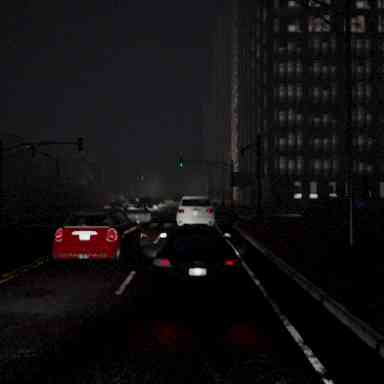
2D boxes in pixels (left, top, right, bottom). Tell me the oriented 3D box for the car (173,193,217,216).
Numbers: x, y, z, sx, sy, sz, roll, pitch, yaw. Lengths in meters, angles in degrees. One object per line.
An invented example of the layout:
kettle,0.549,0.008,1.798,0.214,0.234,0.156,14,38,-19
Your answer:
car,0.363,1.218,20.631,2.150,2.045,5.566,0,0,4

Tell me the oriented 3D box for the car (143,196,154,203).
car,-9.804,1.652,75.185,1.882,1.535,5.008,0,0,0

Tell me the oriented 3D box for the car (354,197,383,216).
car,16.300,1.314,27.102,4.829,1.417,1.752,0,-1,-1

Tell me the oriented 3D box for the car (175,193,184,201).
car,-3.312,1.355,86.407,2.150,2.045,5.566,0,0,0

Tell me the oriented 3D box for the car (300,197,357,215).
car,13.433,1.506,32.483,5.357,1.411,2.033,0,-2,-1

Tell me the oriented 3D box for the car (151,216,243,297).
car,0.097,1.555,8.622,1.994,1.385,4.181,0,0,0

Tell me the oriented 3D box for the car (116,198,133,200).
car,-9.874,1.651,45.714,1.895,1.301,4.718,0,0,0

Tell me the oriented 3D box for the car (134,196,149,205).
car,-9.806,1.617,64.911,2.128,1.511,4.902,0,0,0

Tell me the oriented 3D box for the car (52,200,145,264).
car,-3.157,1.343,11.907,2.097,1.767,4.553,0,0,0

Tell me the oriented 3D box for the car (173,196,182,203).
car,-3.304,1.659,75.954,1.882,1.535,5.008,0,0,0

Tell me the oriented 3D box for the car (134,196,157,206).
car,-6.620,1.560,47.519,1.837,1.490,4.892,0,0,0

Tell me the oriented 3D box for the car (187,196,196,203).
car,-0.054,1.721,75.955,2.033,1.411,5.357,0,0,0

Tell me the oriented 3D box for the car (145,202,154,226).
car,-3.999,1.601,23.228,1.895,1.301,4.718,0,0,-12

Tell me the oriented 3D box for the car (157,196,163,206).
car,-6.604,1.689,56.775,1.895,1.301,4.718,0,0,0

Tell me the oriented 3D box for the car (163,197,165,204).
car,-6.548,1.630,67.246,2.128,1.511,4.902,0,0,0
